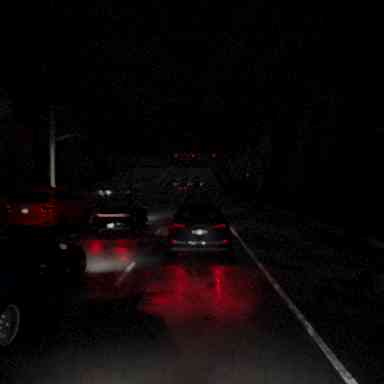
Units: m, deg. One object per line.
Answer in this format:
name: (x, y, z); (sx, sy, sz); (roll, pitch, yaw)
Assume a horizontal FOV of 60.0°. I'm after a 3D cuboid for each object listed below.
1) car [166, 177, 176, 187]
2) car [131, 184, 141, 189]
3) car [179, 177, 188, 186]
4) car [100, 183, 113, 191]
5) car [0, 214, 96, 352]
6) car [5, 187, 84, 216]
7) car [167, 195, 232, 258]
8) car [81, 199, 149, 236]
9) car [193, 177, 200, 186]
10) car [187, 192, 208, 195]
car: (-5.840, -2.301, 88.005); (2.033, 1.411, 5.357); (0, 8, 1)
car: (-13.028, -1.084, 77.552); (1.812, 1.442, 4.674); (0, 5, 1)
car: (-2.333, -2.366, 88.353); (1.812, 1.442, 4.674); (0, 8, 1)
car: (-20.025, -1.271, 77.790); (2.097, 1.767, 4.553); (0, 5, 1)
car: (-3.329, 1.368, 5.753); (1.812, 1.442, 4.674); (0, 2, 1)
car: (-6.706, 0.787, 16.120); (2.150, 2.045, 5.566); (0, 1, 1)
car: (0.242, 1.122, 11.499); (2.033, 1.649, 4.856); (0, 2, 1)
car: (-3.208, 1.073, 15.628); (2.128, 1.511, 4.902); (0, 2, 1)
car: (1.173, -2.387, 88.708); (1.994, 1.385, 4.181); (0, 8, 1)
car: (0.352, 0.803, 20.610); (2.097, 1.767, 4.553); (0, 2, 1)
